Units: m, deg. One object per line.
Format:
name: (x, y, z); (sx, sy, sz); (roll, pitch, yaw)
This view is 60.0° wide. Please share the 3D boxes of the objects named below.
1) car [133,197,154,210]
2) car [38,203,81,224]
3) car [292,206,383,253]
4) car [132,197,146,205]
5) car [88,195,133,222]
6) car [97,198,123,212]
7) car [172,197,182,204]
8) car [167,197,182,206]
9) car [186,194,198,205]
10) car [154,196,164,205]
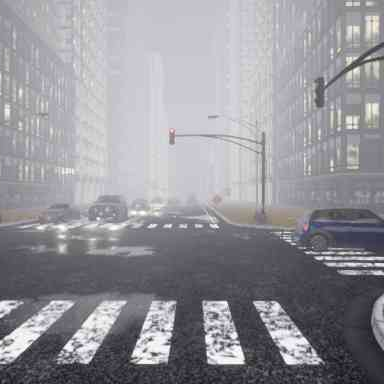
car: (-6.610, 1.539, 42.896); (2.128, 1.511, 4.902); (0, 0, 0)
car: (-9.859, 1.543, 25.203); (1.812, 1.442, 4.674); (0, 0, 0)
car: (6.372, 1.366, 12.991); (4.553, 1.767, 2.097); (0, 0, 8)
car: (-9.792, 1.670, 61.776); (1.994, 1.385, 4.181); (0, 0, 0)
car: (-6.611, 1.241, 26.922); (2.150, 2.045, 5.566); (0, 0, 0)
car: (-9.858, 1.521, 40.300); (1.882, 1.535, 5.008); (0, 0, 0)
car: (-3.202, 1.701, 70.366); (1.994, 1.385, 4.181); (0, 0, 0)
car: (-3.166, 1.578, 56.839); (2.128, 1.511, 4.902); (0, 0, 0)
car: (-0.017, 1.604, 60.194); (1.837, 1.490, 4.892); (0, 0, 0)
car: (-6.525, 1.589, 63.443); (1.882, 1.535, 5.008); (0, -1, 0)
